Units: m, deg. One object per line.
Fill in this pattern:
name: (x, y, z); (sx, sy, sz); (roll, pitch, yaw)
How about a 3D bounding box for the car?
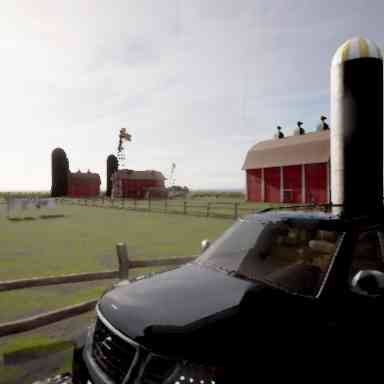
car: (1.509, 1.222, 4.141); (5.566, 2.045, 2.150); (0, 0, -35)
